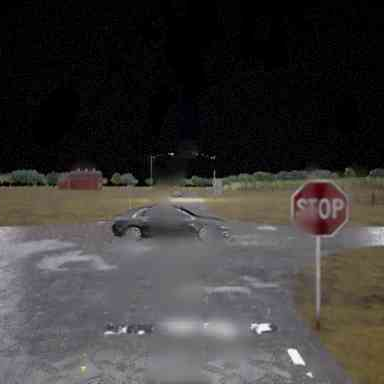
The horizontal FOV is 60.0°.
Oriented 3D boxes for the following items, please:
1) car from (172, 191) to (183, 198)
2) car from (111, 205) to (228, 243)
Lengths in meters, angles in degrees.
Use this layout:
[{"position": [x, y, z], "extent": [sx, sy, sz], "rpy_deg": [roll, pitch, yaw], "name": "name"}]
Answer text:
[{"position": [-2.872, 0.448, 65.904], "extent": [1.994, 1.385, 4.181], "rpy_deg": [0, 1, 0], "name": "car"}, {"position": [-0.918, 1.323, 14.070], "extent": [4.892, 1.490, 1.837], "rpy_deg": [0, 1, 0], "name": "car"}]
